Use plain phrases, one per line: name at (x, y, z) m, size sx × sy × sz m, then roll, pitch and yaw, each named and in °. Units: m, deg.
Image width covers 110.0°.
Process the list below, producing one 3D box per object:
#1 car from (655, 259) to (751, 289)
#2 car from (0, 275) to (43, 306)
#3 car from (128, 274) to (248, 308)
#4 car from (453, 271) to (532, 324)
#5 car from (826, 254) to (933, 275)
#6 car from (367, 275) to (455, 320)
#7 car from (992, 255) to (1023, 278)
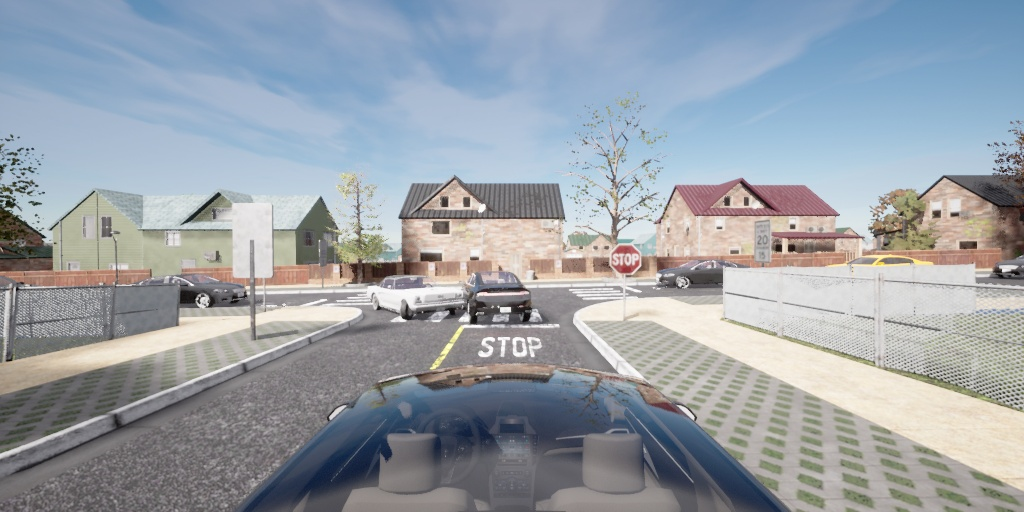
car at (10.339, 0.932, 19.472) m, size 4.902 × 1.511 × 2.128 m, roll -1°, pitch 1°, yaw 0°
car at (-24.232, 1.653, 16.394) m, size 4.553 × 1.767 × 2.097 m, roll -1°, pitch 1°, yaw 0°
car at (-14.895, 1.572, 16.430) m, size 4.902 × 1.511 × 2.128 m, roll -1°, pitch 1°, yaw 0°
car at (-0.680, 1.246, 12.069) m, size 2.128 × 1.511 × 4.902 m, roll 0°, pitch 0°, yaw -12°
car at (19.770, 0.697, 19.505) m, size 5.008 × 1.535 × 1.882 m, roll -1°, pitch 1°, yaw 0°
car at (-3.597, 1.372, 12.929) m, size 1.895 × 1.301 × 4.718 m, roll 0°, pitch 0°, yaw -38°
car at (29.394, 0.484, 19.537) m, size 4.902 × 1.511 × 2.128 m, roll -1°, pitch 1°, yaw 0°
